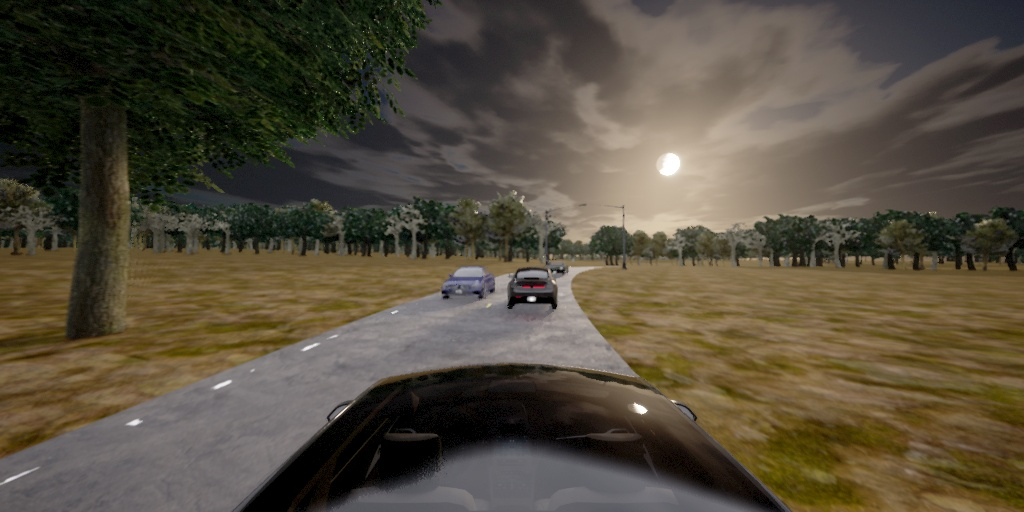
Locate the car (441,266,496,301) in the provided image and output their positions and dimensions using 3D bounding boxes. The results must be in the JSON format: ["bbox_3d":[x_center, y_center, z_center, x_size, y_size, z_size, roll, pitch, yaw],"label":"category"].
[{"bbox_3d":[-1.924,1.201,17.150,1.812,1.442,4.674,0,0,7],"label":"car"}]

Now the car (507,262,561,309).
[{"bbox_3d":[0.891,1.185,14.605,1.837,1.490,4.892,0,1,5],"label":"car"}]

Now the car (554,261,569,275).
[{"bbox_3d":[4.522,1.172,35.333,1.895,1.301,4.718,0,0,14],"label":"car"}]
